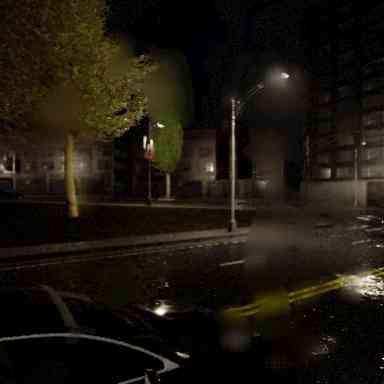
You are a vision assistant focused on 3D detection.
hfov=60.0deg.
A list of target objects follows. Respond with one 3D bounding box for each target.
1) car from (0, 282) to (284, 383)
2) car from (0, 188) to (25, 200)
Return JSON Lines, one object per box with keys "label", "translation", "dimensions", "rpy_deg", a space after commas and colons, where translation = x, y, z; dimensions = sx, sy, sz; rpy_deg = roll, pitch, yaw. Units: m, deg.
{"label": "car", "translation": [-1.382, 1.504, 2.454], "dimensions": [4.892, 1.490, 1.837], "rpy_deg": [0, 0, -35]}
{"label": "car", "translation": [-23.224, 0.219, 40.449], "dimensions": [5.357, 1.411, 2.033], "rpy_deg": [1, 0, 12]}
